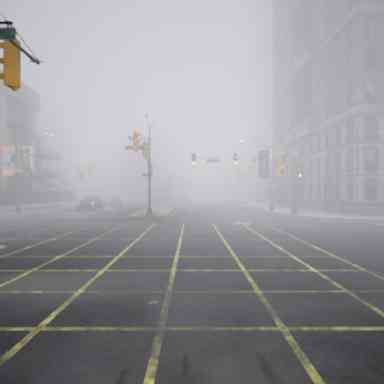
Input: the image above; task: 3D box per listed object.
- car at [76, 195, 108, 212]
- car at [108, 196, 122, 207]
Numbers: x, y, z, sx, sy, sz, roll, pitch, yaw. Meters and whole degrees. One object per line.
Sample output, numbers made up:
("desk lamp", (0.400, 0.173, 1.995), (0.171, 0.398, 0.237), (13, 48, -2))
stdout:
("car", (-11.578, 1.268, 38.064), (2.097, 1.767, 4.553), (0, 0, 0))
("car", (-11.534, 1.385, 48.358), (2.128, 1.511, 4.902), (0, 0, 0))
